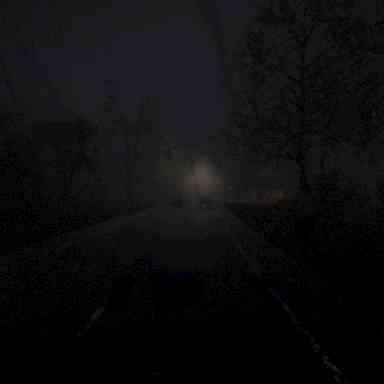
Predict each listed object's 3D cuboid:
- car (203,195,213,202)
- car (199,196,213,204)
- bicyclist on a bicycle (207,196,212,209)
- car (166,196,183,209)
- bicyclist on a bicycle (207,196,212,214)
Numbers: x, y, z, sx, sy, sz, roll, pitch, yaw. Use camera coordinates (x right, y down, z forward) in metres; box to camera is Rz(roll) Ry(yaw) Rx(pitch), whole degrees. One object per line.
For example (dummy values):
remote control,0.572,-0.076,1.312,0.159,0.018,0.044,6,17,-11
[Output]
car,3.583,1.443,74.016,1.895,1.301,4.718,0,0,5
car,2.322,1.440,57.869,1.895,1.301,4.718,0,0,4
bicyclist on a bicycle,2.160,1.311,41.891,0.582,1.620,1.656,0,0,3
car,-2.294,1.326,43.745,1.882,1.535,5.008,0,0,3
bicyclist on a bicycle,1.715,1.328,32.764,0.582,1.620,1.656,0,0,2
